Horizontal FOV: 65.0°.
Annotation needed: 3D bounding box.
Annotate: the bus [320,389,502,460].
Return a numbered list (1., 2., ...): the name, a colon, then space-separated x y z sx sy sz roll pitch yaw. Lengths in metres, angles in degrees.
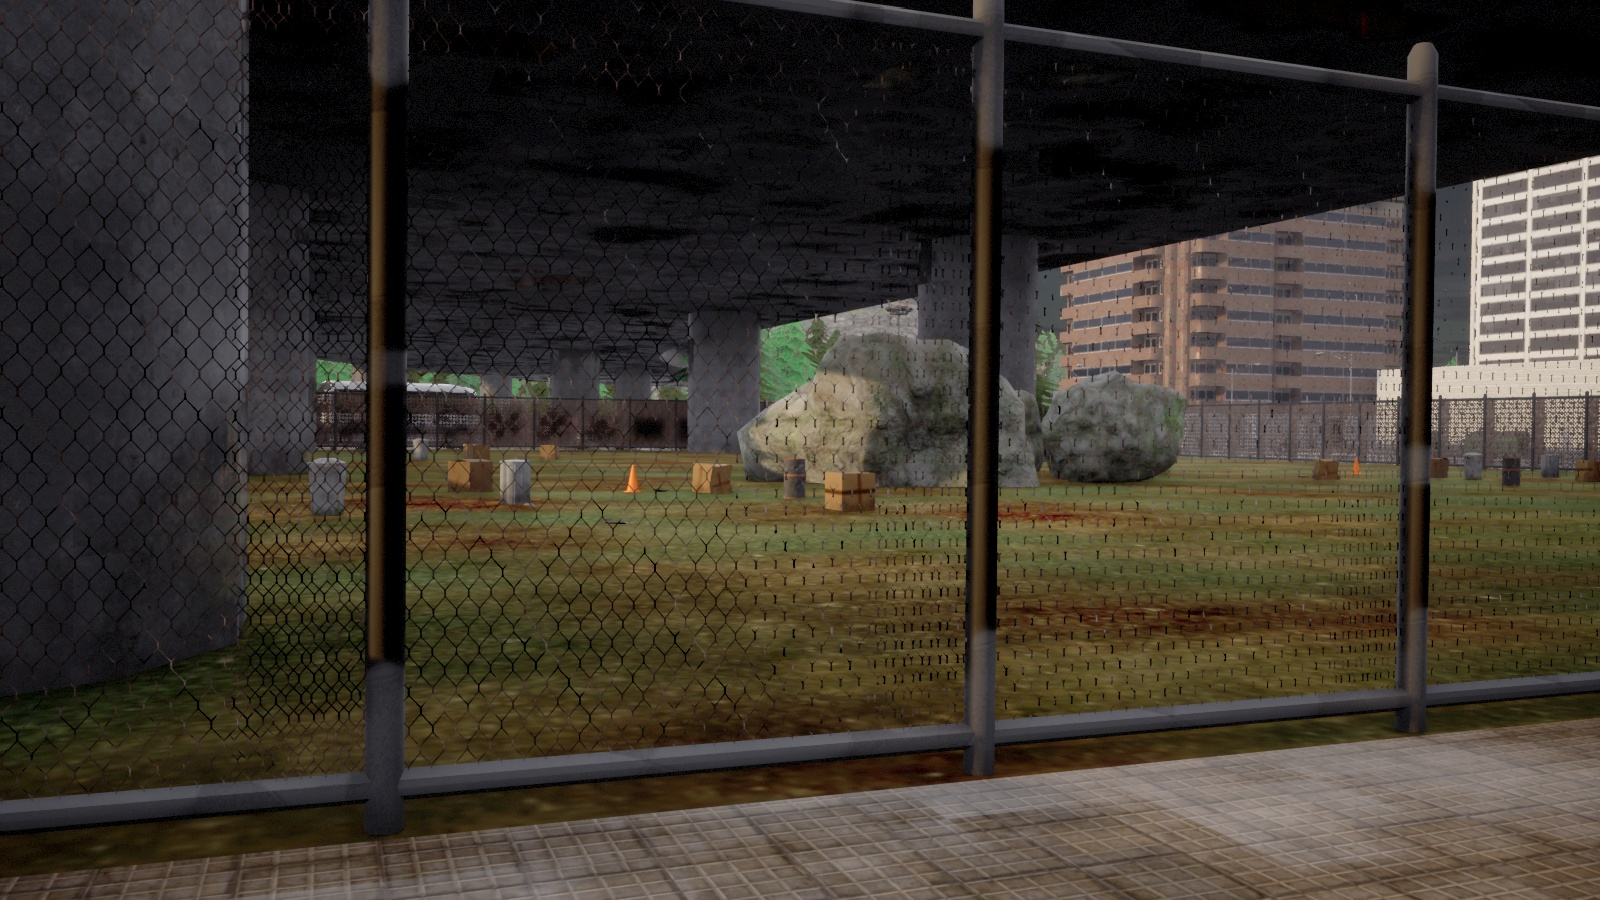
1. bus: -24.663 -1.612 79.901 10.273 4.253 3.944 -1 1 -34

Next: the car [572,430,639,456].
1. car: -12.588 -0.489 81.184 3.988 1.617 1.851 -1 1 -21
